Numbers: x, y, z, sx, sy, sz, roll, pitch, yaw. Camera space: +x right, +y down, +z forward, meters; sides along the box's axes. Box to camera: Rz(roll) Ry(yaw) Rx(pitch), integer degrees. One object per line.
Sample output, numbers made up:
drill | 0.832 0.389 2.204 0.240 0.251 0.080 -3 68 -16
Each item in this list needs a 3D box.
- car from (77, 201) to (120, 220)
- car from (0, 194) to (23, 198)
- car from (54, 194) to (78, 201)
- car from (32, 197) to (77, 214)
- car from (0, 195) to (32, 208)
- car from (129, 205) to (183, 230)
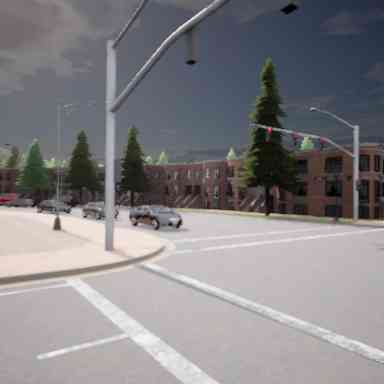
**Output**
car | -8.250 1.636 29.885 1.837 1.490 4.892 1 -1 -40
car | -30.432 1.306 54.916 5.566 2.045 2.150 1 0 10
car | -20.315 1.388 51.856 5.566 2.045 2.150 0 0 23
car | -15.235 1.614 36.785 4.892 1.490 1.837 0 -1 37
car | -25.577 1.648 50.124 5.357 1.411 2.033 0 0 17
car | -2.489 1.627 22.331 2.128 1.511 4.902 1 -1 -36
